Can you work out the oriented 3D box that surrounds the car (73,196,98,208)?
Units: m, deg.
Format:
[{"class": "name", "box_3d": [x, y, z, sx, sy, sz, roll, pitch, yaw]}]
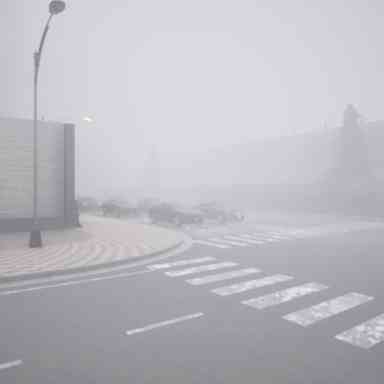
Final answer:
[{"class": "car", "box_3d": [-15.704, 1.428, 49.018, 2.128, 1.511, 4.902, 0, 0, -35]}]

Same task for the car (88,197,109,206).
[{"class": "car", "box_3d": [-15.643, 1.537, 55.260, 1.895, 1.301, 4.718, 0, 0, -36]}]

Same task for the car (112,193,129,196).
[{"class": "car", "box_3d": [-8.697, 1.291, 39.156, 2.097, 1.767, 4.553, 0, 0, -35]}]

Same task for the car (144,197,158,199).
[{"class": "car", "box_3d": [-3.569, 1.290, 31.965, 2.097, 1.767, 4.553, 0, 0, -36]}]

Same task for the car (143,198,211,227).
[{"class": "car", "box_3d": [-1.157, 1.417, 22.558, 1.882, 1.535, 5.008, 0, 0, -36]}]

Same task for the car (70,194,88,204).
[{"class": "car", "box_3d": [-21.600, 1.288, 63.488, 2.097, 1.767, 4.553, 0, 0, -36]}]

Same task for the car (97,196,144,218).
[{"class": "car", "box_3d": [-6.601, 1.417, 30.190, 1.882, 1.535, 5.008, 0, 0, -35]}]

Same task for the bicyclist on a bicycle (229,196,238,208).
[{"class": "bicyclist on a bicycle", "box_3d": [4.832, 1.234, 39.102, 1.656, 1.620, 0.582, 0, 0, -36]}]

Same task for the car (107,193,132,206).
[{"class": "car", "box_3d": [-12.367, 1.156, 56.523, 2.150, 2.045, 5.566, 0, 0, -36]}]

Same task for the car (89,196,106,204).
[{"class": "car", "box_3d": [-18.567, 1.461, 65.213, 1.812, 1.442, 4.674, 0, 0, -36]}]

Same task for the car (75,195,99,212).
[{"class": "car", "box_3d": [-11.967, 1.291, 37.722, 2.097, 1.767, 4.553, 0, 0, -36]}]

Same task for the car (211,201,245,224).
[{"class": "car", "box_3d": [1.779, 1.429, 24.469, 2.128, 1.511, 4.902, 0, 0, -36]}]
